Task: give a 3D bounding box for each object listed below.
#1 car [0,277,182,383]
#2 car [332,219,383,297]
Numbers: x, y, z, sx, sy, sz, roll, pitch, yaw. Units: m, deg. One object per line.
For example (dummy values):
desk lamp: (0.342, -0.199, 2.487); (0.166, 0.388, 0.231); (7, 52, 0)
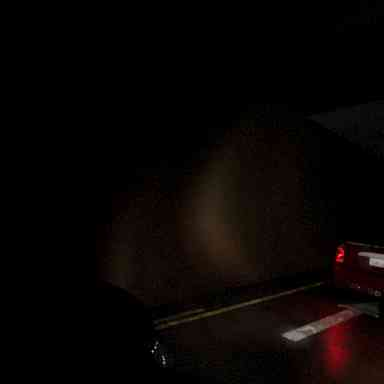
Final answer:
car: (-2.741, 1.222, 1.831); (5.566, 2.045, 2.150); (0, 0, -35)
car: (5.236, 1.352, 7.513); (4.553, 1.767, 2.097); (0, 0, -35)
